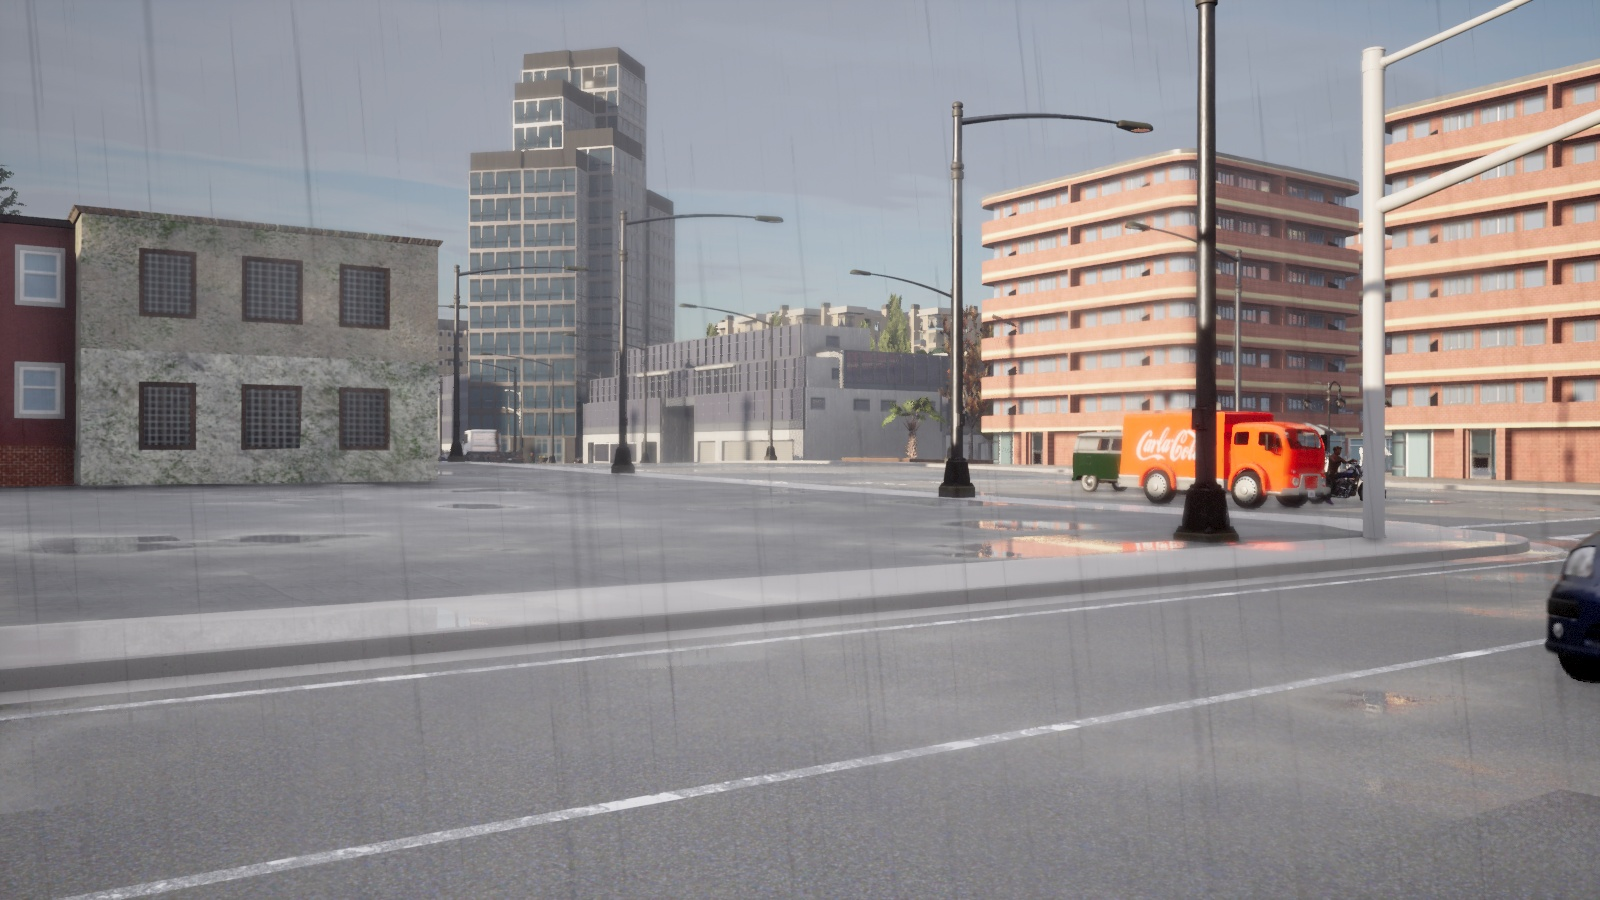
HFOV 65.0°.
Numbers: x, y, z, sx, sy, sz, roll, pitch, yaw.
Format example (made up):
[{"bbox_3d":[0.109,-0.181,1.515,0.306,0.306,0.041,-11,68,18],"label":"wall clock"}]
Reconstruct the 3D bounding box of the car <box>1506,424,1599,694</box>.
[{"bbox_3d":[6.634,0.649,8.338,3.988,1.617,1.851,0,0,-35],"label":"car"}]

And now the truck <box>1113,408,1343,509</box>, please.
[{"bbox_3d":[11.229,0.181,33.324,2.627,2.467,5.204,0,1,-34],"label":"truck"}]

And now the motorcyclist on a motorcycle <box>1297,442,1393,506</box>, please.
[{"bbox_3d":[14.804,0.625,34.177,0.766,1.649,2.350,0,1,-35],"label":"motorcyclist on a motorcycle"}]

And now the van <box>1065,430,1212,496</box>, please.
[{"bbox_3d":[10.778,0.355,40.265,1.775,1.987,4.442,0,1,-34],"label":"van"}]
